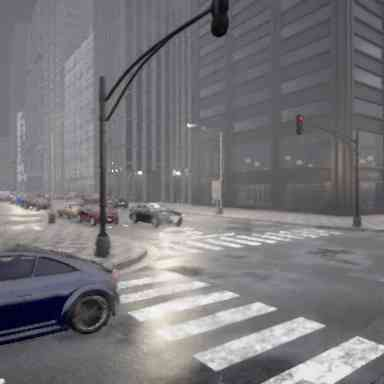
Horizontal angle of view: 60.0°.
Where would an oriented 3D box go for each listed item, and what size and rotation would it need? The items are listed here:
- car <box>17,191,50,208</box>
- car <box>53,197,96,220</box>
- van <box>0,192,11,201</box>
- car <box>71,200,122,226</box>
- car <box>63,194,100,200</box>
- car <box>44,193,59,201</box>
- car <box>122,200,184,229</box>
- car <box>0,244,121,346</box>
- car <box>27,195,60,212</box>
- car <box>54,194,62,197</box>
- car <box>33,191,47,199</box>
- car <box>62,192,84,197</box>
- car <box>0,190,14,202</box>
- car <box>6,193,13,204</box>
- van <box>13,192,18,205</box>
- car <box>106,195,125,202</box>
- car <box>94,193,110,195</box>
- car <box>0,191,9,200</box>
[{"bbox_3d":[-19.661,1.074,41.149,2.192,1.841,5.009,0,0,-36],"label":"car"},{"bbox_3d":[-9.704,1.429,27.318,1.752,1.417,4.829,0,0,-36],"label":"car"},{"bbox_3d":[-36.094,0.830,63.972,1.690,1.788,3.998,1,0,-36],"label":"van"},{"bbox_3d":[-6.516,1.491,22.892,1.887,1.381,4.507,0,0,-36],"label":"car"},{"bbox_3d":[-11.518,1.317,34.553,1.882,1.535,5.008,0,1,-36],"label":"car"},{"bbox_3d":[-29.176,1.012,68.951,1.887,1.381,4.507,1,0,-36],"label":"car"},{"bbox_3d":[-2.428,1.456,21.922,2.128,1.511,4.902,0,1,-36],"label":"car"},{"bbox_3d":[-3.273,1.571,5.219,4.181,1.385,1.994,1,0,-35],"label":"car"},{"bbox_3d":[-16.377,1.353,36.585,1.887,1.381,4.507,0,0,-36],"label":"car"},{"bbox_3d":[-25.890,1.106,64.388,1.802,1.307,4.206,1,0,-36],"label":"car"},{"bbox_3d":[-35.746,0.669,78.079,2.192,1.841,5.009,1,0,-36],"label":"car"},{"bbox_3d":[-19.314,0.949,55.258,2.192,1.841,5.009,1,0,-36],"label":"car"},{"bbox_3d":[-32.809,0.985,59.408,1.967,1.590,4.097,1,0,-36],"label":"car"},{"bbox_3d":[-26.237,1.205,50.279,2.008,1.369,4.403,1,0,-36],"label":"car"},{"bbox_3d":[-22.948,1.049,45.714,1.690,1.788,3.998,0,0,-36],"label":"van"},{"bbox_3d":[-9.457,1.353,41.566,1.947,1.339,4.313,0,0,-36],"label":"car"},{"bbox_3d":[-12.741,1.053,46.130,2.192,1.841,5.009,0,0,-36],"label":"car"},{"bbox_3d":[-39.381,0.747,68.536,2.192,1.841,5.009,1,0,-36],"label":"car"}]
